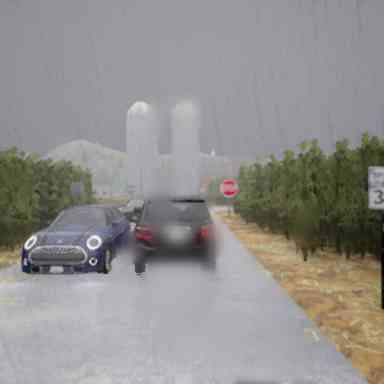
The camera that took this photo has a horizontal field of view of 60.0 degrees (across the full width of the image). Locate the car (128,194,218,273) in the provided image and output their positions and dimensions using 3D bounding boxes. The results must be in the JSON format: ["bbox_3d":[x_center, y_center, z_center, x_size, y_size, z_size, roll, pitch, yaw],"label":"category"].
[{"bbox_3d":[-0.624,1.076,10.388,2.150,2.045,5.566,0,1,-6],"label":"car"}]

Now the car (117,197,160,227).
[{"bbox_3d":[-3.229,1.144,21.157,1.882,1.535,5.008,0,1,0],"label":"car"}]

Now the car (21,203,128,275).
[{"bbox_3d":[-3.226,1.218,10.149,2.097,1.767,4.553,0,1,0],"label":"car"}]
